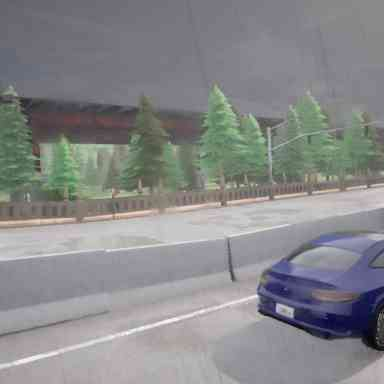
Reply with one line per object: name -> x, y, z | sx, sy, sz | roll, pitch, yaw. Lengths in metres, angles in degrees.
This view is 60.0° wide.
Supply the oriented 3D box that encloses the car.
car -> 3.170, 1.436, 6.028 | 4.674, 1.442, 1.812 | -2, 1, -36
